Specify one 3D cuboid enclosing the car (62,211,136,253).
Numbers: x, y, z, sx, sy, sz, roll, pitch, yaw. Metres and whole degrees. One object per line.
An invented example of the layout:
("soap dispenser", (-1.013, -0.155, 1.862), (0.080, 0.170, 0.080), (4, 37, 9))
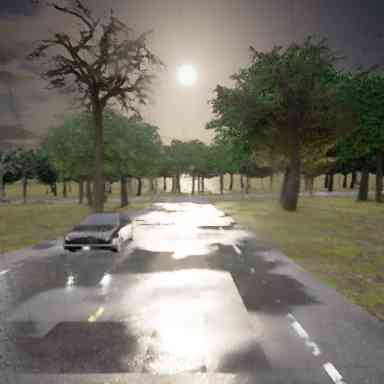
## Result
("car", (-3.598, 1.535, 13.992), (2.033, 1.411, 5.357), (0, 0, 0))
